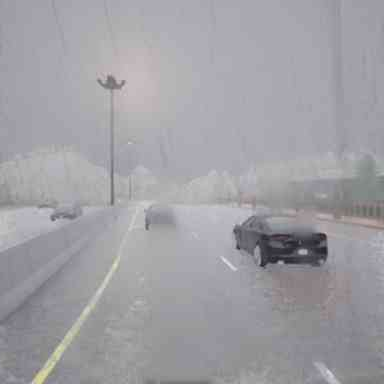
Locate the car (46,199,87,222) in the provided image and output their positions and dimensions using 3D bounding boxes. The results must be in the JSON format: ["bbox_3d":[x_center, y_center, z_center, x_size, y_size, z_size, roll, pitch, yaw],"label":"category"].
[{"bbox_3d":[-10.177,1.582,27.327,1.812,1.442,4.674,0,0,-8],"label":"car"}]

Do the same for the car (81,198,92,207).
[{"bbox_3d":[-17.553,1.695,54.428,1.994,1.385,4.181,0,-1,-8],"label":"car"}]

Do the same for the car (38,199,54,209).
[{"bbox_3d":[-19.957,1.677,46.382,1.994,1.385,4.181,0,0,-8],"label":"car"}]

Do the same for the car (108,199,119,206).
[{"bbox_3d":[-15.843,2.124,67.486,1.837,1.490,4.892,0,-3,-8],"label":"car"}]

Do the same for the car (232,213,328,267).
[{"bbox_3d":[2.730,1.460,11.395,1.882,1.535,5.008,0,0,-6],"label":"car"}]

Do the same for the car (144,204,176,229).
[{"bbox_3d":[-2.110,1.535,21.629,1.812,1.442,4.674,0,0,-8],"label":"car"}]
